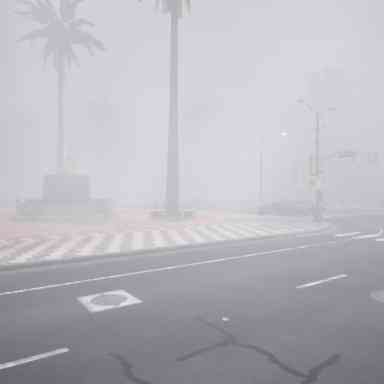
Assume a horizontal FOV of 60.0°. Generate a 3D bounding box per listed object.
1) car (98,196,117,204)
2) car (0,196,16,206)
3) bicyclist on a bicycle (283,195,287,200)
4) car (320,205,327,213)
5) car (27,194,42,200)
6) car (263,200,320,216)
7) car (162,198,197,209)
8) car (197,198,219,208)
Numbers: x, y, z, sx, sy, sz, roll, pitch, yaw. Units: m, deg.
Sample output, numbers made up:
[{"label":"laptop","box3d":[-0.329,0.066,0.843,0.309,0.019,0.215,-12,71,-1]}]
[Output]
[{"label":"car","box3d":[-15.836,1.491,59.119,4.902,1.511,2.128,0,0,2]},{"label":"car","box3d":[-31.104,1.505,53.611,4.892,1.490,1.837,0,0,-16]},{"label":"bicyclist on a bicycle","box3d":[15.275,1.300,54.474,0.582,1.620,1.656,0,0,42]},{"label":"car","box3d":[12.142,1.564,35.518,1.994,1.385,4.181,0,0,-38]},{"label":"car","box3d":[-26.045,1.221,58.555,5.566,2.045,2.150,0,0,-10]},{"label":"car","box3d":[9.529,1.547,33.254,2.033,1.411,5.357,0,0,-36]},{"label":"car","box3d":[-1.926,1.564,44.553,4.181,1.385,1.994,0,0,29]},{"label":"car","box3d":[1.091,1.548,46.906,5.357,1.411,2.033,0,0,32]}]
